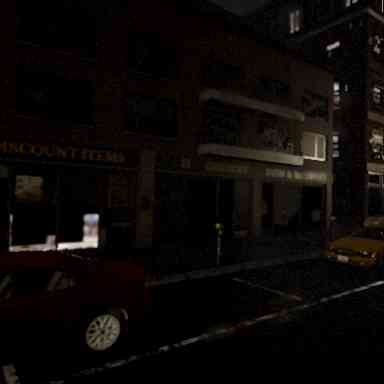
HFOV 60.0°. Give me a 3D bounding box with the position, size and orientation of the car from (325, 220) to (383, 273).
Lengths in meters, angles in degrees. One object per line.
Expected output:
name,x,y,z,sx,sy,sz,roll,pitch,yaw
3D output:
car,6.370,1.647,11.097,4.829,1.417,1.752,1,1,-36

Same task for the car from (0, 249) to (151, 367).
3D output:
car,-2.763,1.548,4.569,4.507,1.381,1.887,1,1,-36
